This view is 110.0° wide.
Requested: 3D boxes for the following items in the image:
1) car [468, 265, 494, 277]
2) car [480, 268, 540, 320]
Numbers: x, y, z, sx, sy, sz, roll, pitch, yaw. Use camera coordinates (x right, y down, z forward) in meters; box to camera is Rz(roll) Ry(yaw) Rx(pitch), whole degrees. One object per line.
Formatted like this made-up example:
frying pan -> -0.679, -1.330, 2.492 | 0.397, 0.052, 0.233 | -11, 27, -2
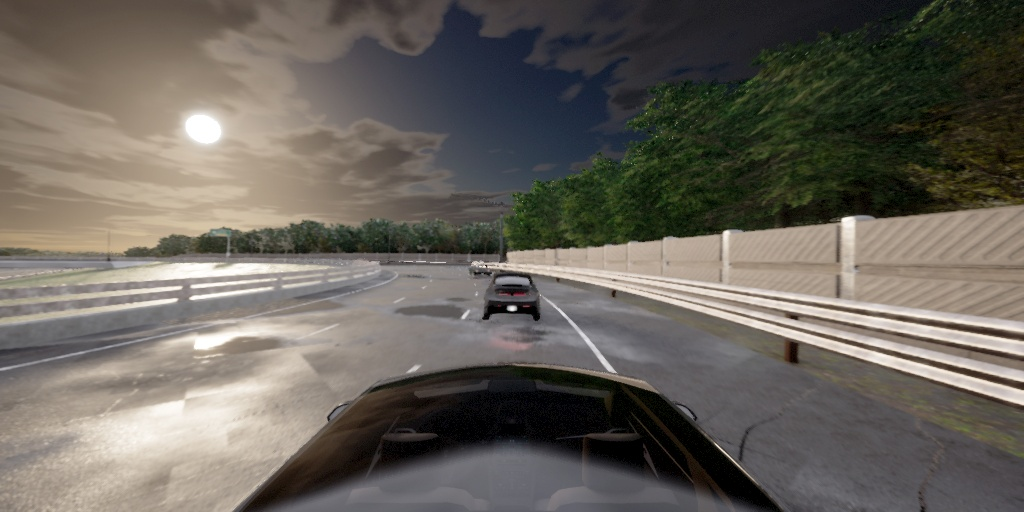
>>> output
car -> -3.687, 1.624, 39.859 | 1.895, 1.301, 4.718 | 1, 0, -15
car -> -0.027, 1.351, 13.207 | 1.837, 1.490, 4.892 | 1, 0, -1
